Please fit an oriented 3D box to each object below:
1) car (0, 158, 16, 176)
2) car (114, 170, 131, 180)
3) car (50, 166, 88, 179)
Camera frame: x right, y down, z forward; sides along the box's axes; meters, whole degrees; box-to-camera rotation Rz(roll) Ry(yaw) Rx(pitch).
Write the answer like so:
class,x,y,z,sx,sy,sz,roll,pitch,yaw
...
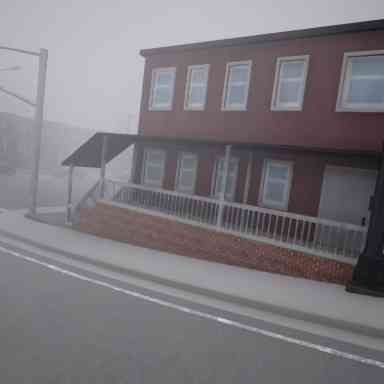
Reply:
class,x,y,z,sx,sy,sz,roll,pitch,yaw
car,-20.259,-2.657,33.260,2.097,1.767,4.553,10,6,36
car,-9.193,-2.473,48.574,1.812,1.442,4.674,10,6,35
car,-14.962,-2.478,40.599,1.812,1.442,4.674,10,6,36
